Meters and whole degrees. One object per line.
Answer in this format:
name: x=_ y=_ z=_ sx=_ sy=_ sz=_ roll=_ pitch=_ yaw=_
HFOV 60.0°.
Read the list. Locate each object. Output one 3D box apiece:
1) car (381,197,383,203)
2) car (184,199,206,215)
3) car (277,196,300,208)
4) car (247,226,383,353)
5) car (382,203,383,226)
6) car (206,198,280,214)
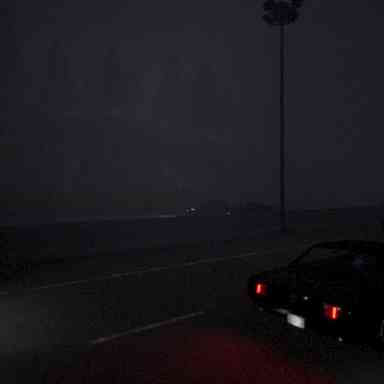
car: x=27.413 y=0.952 z=44.124 sx=5.566 sy=2.045 sz=2.150 roll=-1 pitch=0 yaw=-35
car: x=1.588 y=1.400 z=30.650 sx=4.892 sy=1.490 sz=1.837 roll=0 pitch=0 yaw=-34
car: x=11.360 y=1.306 z=41.504 sx=4.902 sy=1.511 sz=2.128 roll=0 pitch=0 yaw=-34
car: x=3.322 y=1.567 z=6.093 sx=4.718 sy=1.301 sz=1.895 roll=0 pitch=0 yaw=-35
car: x=10.748 y=1.393 z=15.467 sx=4.902 sy=1.511 sz=2.128 roll=-1 pitch=0 yaw=-34
car: x=3.771 y=1.398 z=23.665 sx=4.902 sy=1.511 sz=2.128 roll=0 pitch=0 yaw=-34
